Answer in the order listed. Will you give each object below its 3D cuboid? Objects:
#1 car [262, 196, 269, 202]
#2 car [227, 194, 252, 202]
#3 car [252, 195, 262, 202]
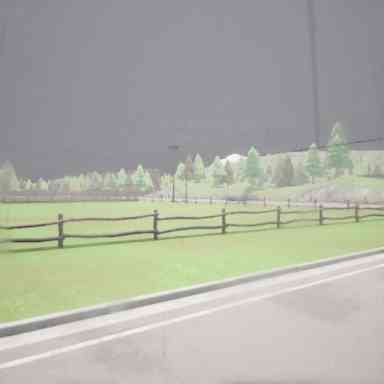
[{"bbox_3d":[15.375,1.429,75.678,1.882,1.535,5.008,0,0,-36],"label":"car"},{"bbox_3d":[9.723,1.490,71.549,2.033,1.411,5.357,0,0,-36],"label":"car"},{"bbox_3d":[12.531,1.306,73.637,2.097,1.767,4.553,0,0,-36],"label":"car"}]
